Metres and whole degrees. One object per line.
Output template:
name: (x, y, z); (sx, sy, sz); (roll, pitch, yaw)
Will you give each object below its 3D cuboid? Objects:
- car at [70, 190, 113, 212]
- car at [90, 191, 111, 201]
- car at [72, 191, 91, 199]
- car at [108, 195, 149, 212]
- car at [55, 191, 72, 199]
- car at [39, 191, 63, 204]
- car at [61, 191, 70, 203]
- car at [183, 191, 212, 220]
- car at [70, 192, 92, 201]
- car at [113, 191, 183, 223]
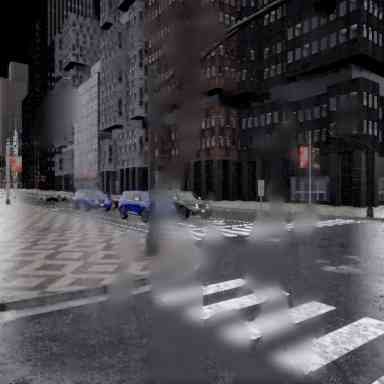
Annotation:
car: (-9.756, 0.798, 32.358); (2.150, 2.045, 5.566); (0, 1, -36)
car: (-15.831, 0.682, 57.649); (1.882, 1.535, 5.008); (0, 1, -36)
car: (-21.996, 0.530, 66.138); (2.128, 1.511, 4.902); (0, 1, -36)
car: (-6.492, 1.077, 33.392); (2.128, 1.511, 4.902); (0, 1, -36)
car: (-25.144, 0.508, 64.941); (1.882, 1.535, 5.008); (0, 1, -36)
car: (-20.059, 0.917, 46.624); (1.895, 1.301, 4.718); (0, 1, -35)
car: (-18.057, 0.787, 49.412); (2.128, 1.511, 4.902); (0, 1, -36)
car: (-0.780, 0.946, 25.543); (2.150, 2.045, 5.566); (0, 1, -34)
car: (-18.934, 0.744, 56.417); (2.033, 1.411, 5.357); (0, 1, -36)
car: (-3.265, 0.954, 23.416); (2.150, 2.045, 5.566); (0, 1, -36)
